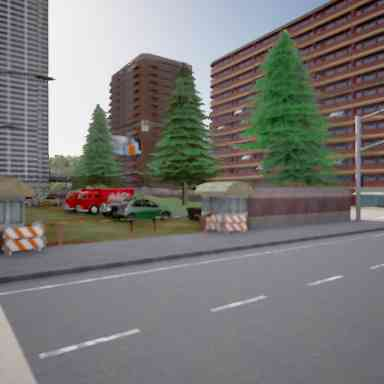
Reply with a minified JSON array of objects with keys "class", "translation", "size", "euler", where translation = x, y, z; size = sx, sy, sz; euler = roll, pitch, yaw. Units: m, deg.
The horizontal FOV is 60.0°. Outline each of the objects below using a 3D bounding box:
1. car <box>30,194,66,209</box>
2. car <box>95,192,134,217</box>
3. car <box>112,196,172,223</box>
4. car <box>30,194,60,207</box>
[{"class":"car","translation":[-20.566,1.387,46.949],"size":[4.193,1.474,1.816],"euler":[0,0,-35]},{"class":"car","translation":[-5.469,1.164,28.410],"size":[4.605,1.855,1.932],"euler":[0,0,-35]},{"class":"car","translation":[-3.437,1.333,24.364],"size":[3.988,1.617,1.851],"euler":[0,0,-35]},{"class":"car","translation":[-21.850,1.197,49.468],"size":[3.866,1.878,1.905],"euler":[0,0,-35]}]
